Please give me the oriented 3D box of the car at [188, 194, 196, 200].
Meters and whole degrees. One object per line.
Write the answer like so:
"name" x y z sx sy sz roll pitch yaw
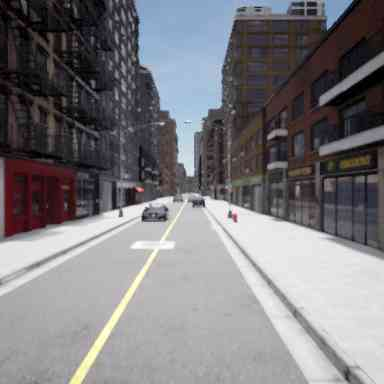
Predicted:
"car" 0.023 1.249 87.360 1.994 1.385 4.181 0 0 0

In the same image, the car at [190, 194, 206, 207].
"car" 0.969 1.449 48.672 1.837 1.490 4.892 0 0 0

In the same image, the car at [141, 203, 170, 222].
"car" -2.839 1.545 26.403 1.994 1.385 4.181 0 0 0

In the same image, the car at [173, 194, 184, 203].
"car" -2.742 1.242 66.811 2.097 1.767 4.553 0 0 0

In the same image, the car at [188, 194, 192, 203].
"car" 0.018 1.453 66.886 2.033 1.411 5.357 0 0 0
